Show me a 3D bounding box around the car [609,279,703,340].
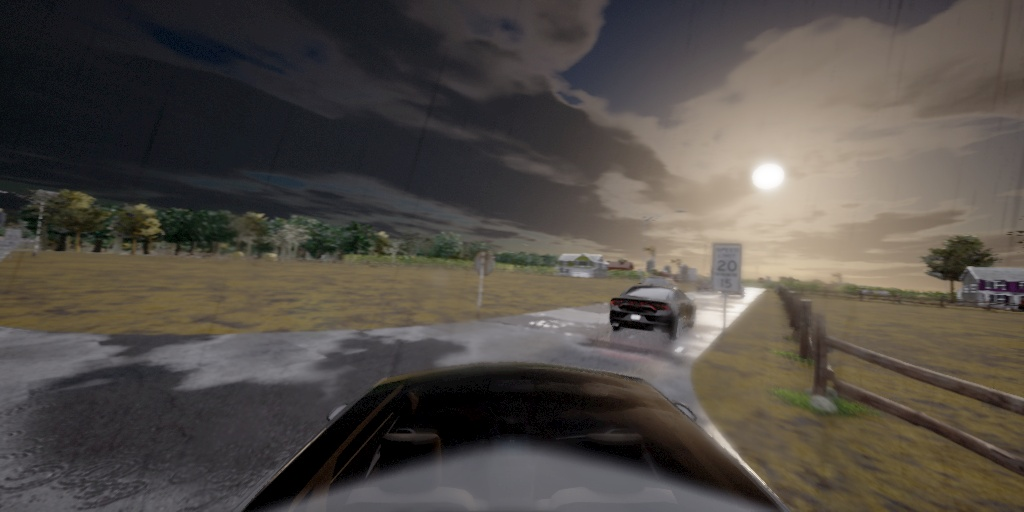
[{"bbox_3d":[4.854,1.682,11.985,1.882,1.535,5.008,2,-2,35],"label":"car"}]

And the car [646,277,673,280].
[{"bbox_3d":[9.512,2.153,23.519,2.097,1.767,4.553,2,-2,36],"label":"car"}]

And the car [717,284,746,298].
[{"bbox_3d":[23.161,3.469,37.473,1.882,1.535,5.008,2,-2,37],"label":"car"}]

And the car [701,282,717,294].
[{"bbox_3d":[22.851,3.716,41.860,1.895,1.301,4.718,2,-2,36],"label":"car"}]
